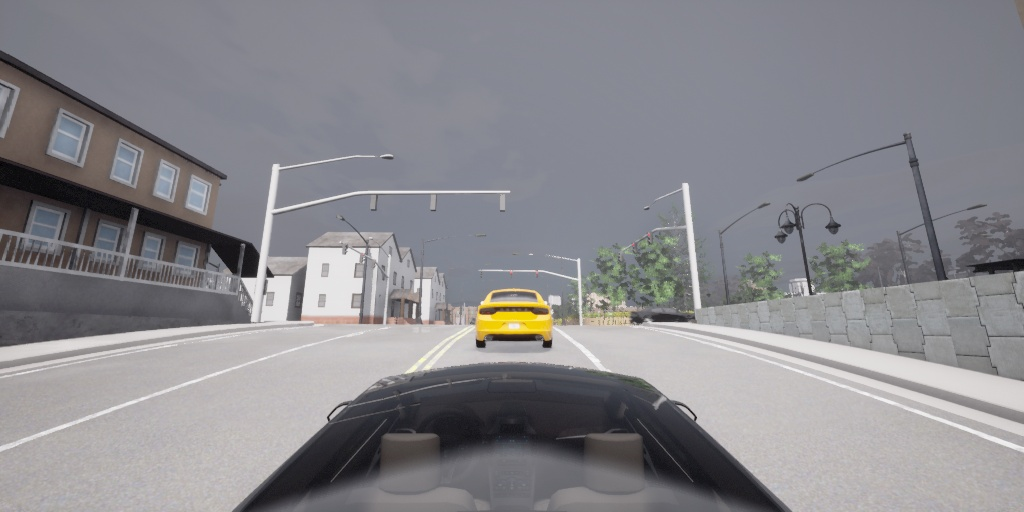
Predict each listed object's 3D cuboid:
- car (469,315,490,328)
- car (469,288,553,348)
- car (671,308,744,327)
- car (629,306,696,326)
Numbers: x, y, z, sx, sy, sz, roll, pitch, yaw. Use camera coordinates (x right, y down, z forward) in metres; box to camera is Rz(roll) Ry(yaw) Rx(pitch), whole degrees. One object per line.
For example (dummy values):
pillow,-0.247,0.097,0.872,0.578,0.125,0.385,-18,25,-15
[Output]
car,-3.679,7.528,41.020,1.994,1.385,4.181,0,-11,0
car,0.057,1.722,10.533,1.882,1.535,5.008,0,-7,0
car,16.446,5.257,30.404,5.008,1.535,1.882,0,-12,1
car,11.350,4.529,26.839,5.008,1.535,1.882,0,-11,2
